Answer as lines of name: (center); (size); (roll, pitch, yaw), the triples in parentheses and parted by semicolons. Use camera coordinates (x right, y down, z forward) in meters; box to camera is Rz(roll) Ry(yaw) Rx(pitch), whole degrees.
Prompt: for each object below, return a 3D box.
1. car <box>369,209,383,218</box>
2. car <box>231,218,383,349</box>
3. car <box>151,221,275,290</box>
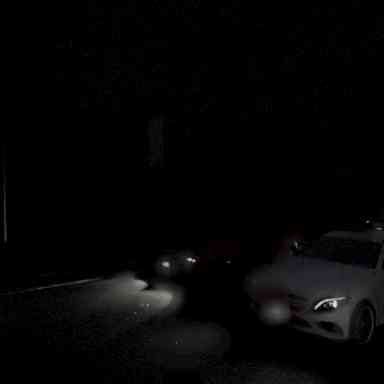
car: (9.917, 1.315, 15.492); (4.902, 1.511, 2.128); (-1, 0, -36)
car: (3.140, 1.465, 6.275); (4.674, 1.442, 1.812); (-1, 0, -36)
car: (1.006, 1.514, 9.051); (4.181, 1.385, 1.994); (-1, 0, -36)
